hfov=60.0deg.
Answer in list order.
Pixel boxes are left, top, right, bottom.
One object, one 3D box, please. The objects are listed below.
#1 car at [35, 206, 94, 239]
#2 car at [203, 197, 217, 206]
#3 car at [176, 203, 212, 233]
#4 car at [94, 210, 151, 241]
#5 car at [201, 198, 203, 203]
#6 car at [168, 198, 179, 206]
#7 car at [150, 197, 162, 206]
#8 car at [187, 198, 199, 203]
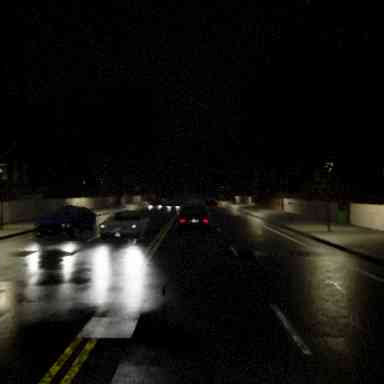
[{"bbox_3d":[-6.592,1.527,17.873,1.882,1.535,5.008,0,0,0],"label":"car"},{"bbox_3d":[3.376,1.746,59.231,1.812,1.442,4.674,0,0,0],"label":"car"},{"bbox_3d":[0.107,1.606,20.185,2.033,1.411,5.357,0,0,0],"label":"car"},{"bbox_3d":[-3.344,1.649,17.240,1.895,1.301,4.718,0,0,0],"label":"car"},{"bbox_3d":[3.286,1.855,79.932,2.128,1.511,4.902,0,0,0],"label":"car"},{"bbox_3d":[-3.256,1.742,59.045,1.812,1.442,4.674,0,0,1],"label":"car"},{"bbox_3d":[-6.497,1.702,60.473,1.882,1.535,5.008,0,0,1],"label":"car"},{"bbox_3d":[0.127,1.750,60.254,1.812,1.442,4.674,0,0,0],"label":"car"}]
